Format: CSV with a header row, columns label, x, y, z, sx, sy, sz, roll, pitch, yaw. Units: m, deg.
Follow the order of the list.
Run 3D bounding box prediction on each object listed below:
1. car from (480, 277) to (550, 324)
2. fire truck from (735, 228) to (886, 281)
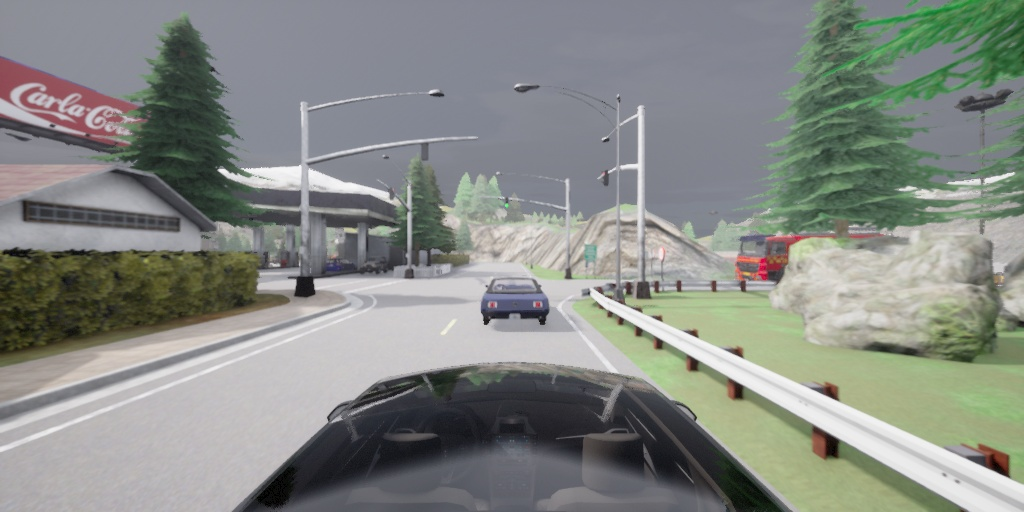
label,x,y,z,sx,sy,sz,roll,pitch,yaw
car,0.035,1.319,11.749,1.895,1.301,4.718,0,0,-1
fire truck,19.822,0.100,23.890,8.468,3.827,2.891,-1,3,-1
